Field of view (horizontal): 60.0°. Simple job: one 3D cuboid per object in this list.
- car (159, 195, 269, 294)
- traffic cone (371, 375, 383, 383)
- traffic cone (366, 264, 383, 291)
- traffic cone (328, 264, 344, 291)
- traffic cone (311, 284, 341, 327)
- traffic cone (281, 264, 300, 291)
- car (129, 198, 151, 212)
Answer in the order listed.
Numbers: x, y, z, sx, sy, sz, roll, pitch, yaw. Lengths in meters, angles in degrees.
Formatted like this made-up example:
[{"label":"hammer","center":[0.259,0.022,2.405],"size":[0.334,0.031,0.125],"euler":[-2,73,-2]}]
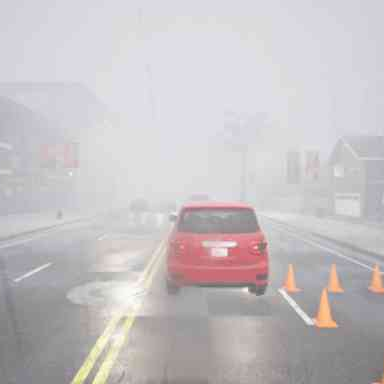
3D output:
[{"label":"car","center":[0.528,1.225,8.924],"size":[2.150,2.045,5.566],"euler":[0,0,0]},{"label":"traffic cone","center":[2.267,1.962,3.731],"size":[0.340,0.580,0.340],"euler":[0,0,0]},{"label":"traffic cone","center":[4.290,1.968,7.719],"size":[0.340,0.580,0.340],"euler":[0,0,0]},{"label":"traffic cone","center":[3.290,1.965,7.725],"size":[0.340,0.580,0.340],"euler":[0,0,0]},{"label":"traffic cone","center":[2.279,1.963,5.731],"size":[0.340,0.580,0.340],"euler":[0,0,0]},{"label":"traffic cone","center":[2.290,1.963,7.731],"size":[0.340,0.580,0.340],"euler":[0,0,0]},{"label":"car","center":[-5.998,1.479,38.628],"size":[1.882,1.535,5.008],"euler":[0,0,0]}]
